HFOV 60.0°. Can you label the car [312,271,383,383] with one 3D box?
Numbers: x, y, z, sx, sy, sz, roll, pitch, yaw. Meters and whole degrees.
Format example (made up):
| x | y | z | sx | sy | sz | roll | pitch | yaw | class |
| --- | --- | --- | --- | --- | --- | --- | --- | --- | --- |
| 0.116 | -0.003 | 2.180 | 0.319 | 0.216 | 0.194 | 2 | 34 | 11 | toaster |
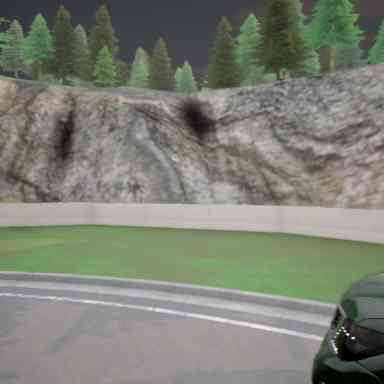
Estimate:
| x | y | z | sx | sy | sz | roll | pitch | yaw | class |
| --- | --- | --- | --- | --- | --- | --- | --- | --- | --- |
| 3.596 | 1.165 | 1.685 | 5.566 | 2.045 | 2.150 | 1 | 1 | 39 | car |
